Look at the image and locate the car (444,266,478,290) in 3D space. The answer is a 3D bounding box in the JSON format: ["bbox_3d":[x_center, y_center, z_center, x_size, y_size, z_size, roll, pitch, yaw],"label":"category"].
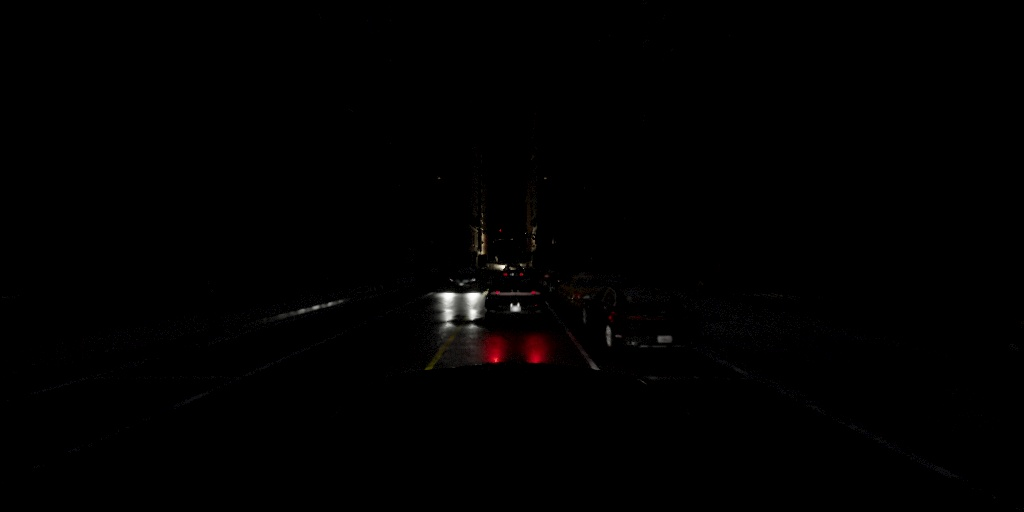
[{"bbox_3d":[-2.995,1.413,23.542,1.812,1.442,4.674,0,0,0],"label":"car"}]

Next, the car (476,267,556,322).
[{"bbox_3d":[0.103,1.297,12.621,2.128,1.511,4.902,0,0,0],"label":"car"}]

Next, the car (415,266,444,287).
[{"bbox_3d":[-5.663,1.415,25.669,1.888,1.381,4.507,0,0,0],"label":"car"}]

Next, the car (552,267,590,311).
[{"bbox_3d":[2.877,1.341,14.666,1.751,1.417,4.829,0,0,0],"label":"car"}]

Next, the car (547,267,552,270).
[{"bbox_3d":[2.880,1.409,20.082,1.948,1.339,4.313,0,0,0],"label":"car"}]

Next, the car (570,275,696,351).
[{"bbox_3d":[2.875,1.338,8.910,2.007,1.370,4.403,0,0,0],"label":"car"}]

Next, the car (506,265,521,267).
[{"bbox_3d":[0.108,1.432,28.840,2.033,1.411,5.357,0,0,0],"label":"car"}]
